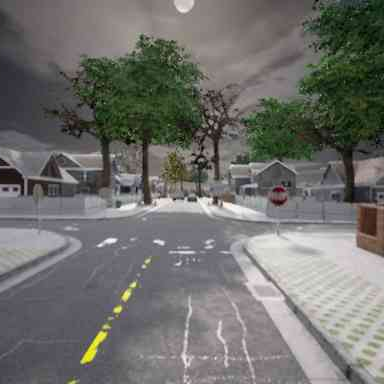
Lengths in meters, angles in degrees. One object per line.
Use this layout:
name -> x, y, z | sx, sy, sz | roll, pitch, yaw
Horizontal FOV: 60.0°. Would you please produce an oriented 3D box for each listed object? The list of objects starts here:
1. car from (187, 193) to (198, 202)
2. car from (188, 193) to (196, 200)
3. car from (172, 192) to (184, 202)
car -> 0.018, 1.184, 62.569 | 1.812, 1.442, 4.674 | 0, 0, 0
car -> 0.019, 1.045, 72.609 | 1.837, 1.490, 4.892 | 0, 0, 0
car -> -2.733, 0.974, 67.576 | 2.150, 2.045, 5.566 | 0, 0, 0
